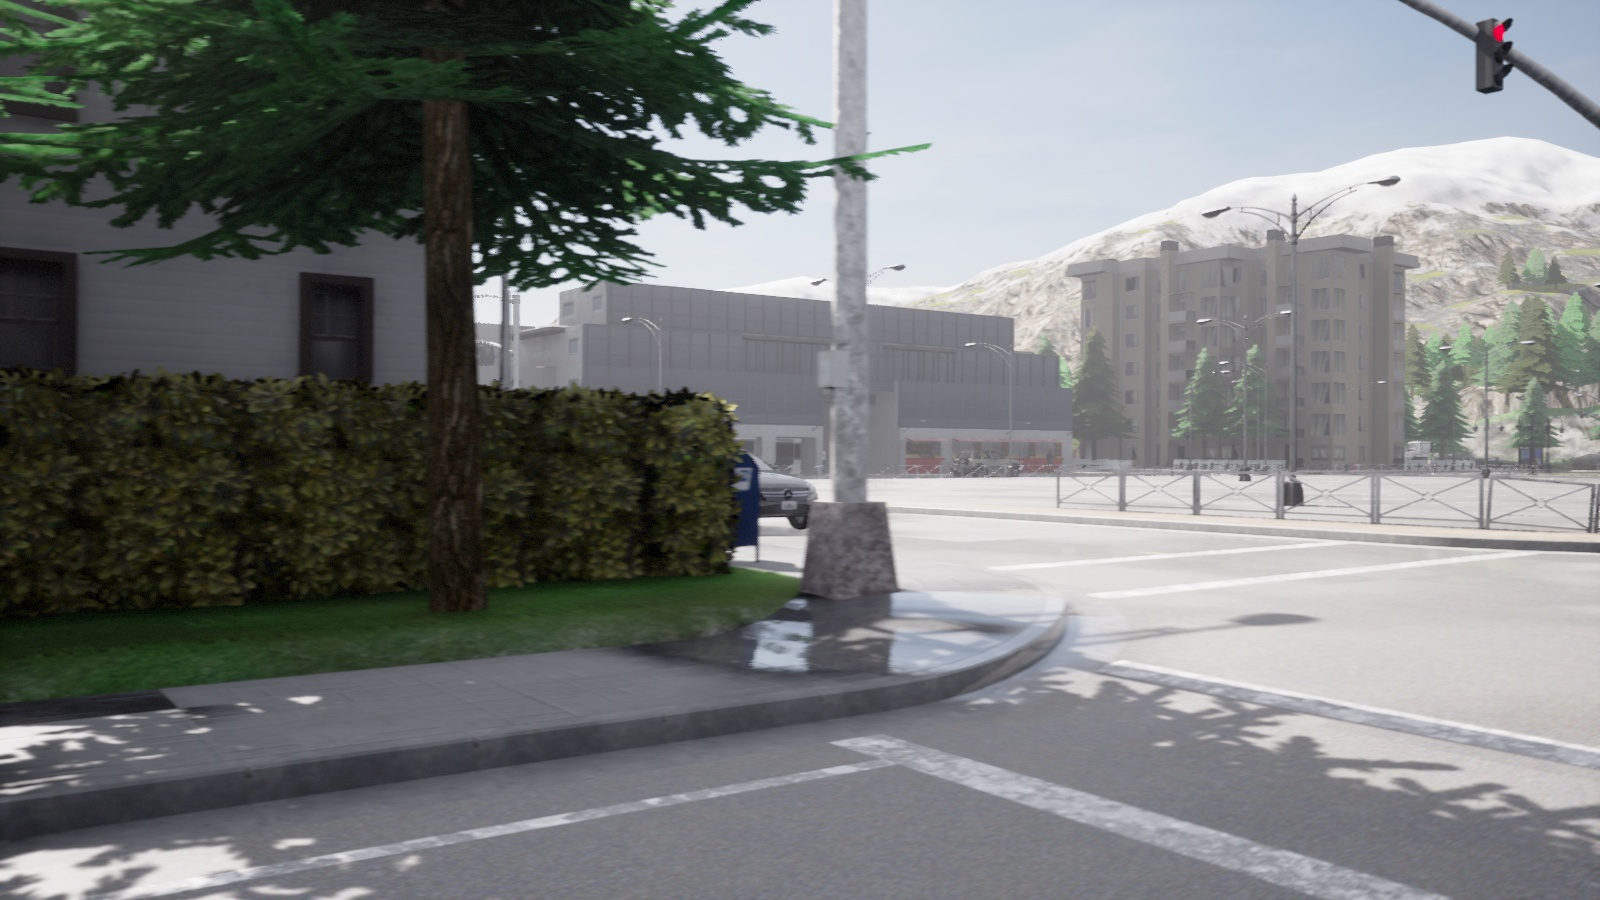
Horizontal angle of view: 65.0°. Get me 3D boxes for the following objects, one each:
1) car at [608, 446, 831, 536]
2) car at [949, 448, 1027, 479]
[{"bbox_3d":[-1.570,0.658,22.480,1.812,1.442,4.674,0,0,-35],"label":"car"},{"bbox_3d":[11.364,0.804,75.893,4.605,1.855,1.932,0,0,-35],"label":"car"}]
